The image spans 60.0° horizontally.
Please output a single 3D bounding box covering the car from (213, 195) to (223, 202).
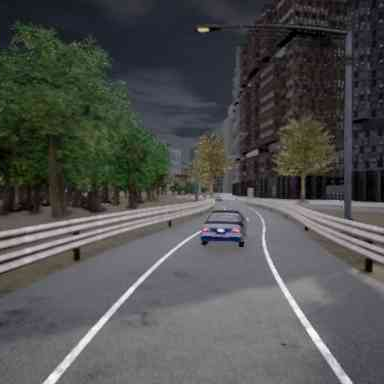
[{"bbox_3d":[5.599,1.487,75.234,2.033,1.411,5.357,0,0,-8],"label":"car"}]

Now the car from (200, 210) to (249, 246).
[{"bbox_3d":[1.609,1.555,15.510,2.033,1.411,5.357,0,0,11],"label":"car"}]
